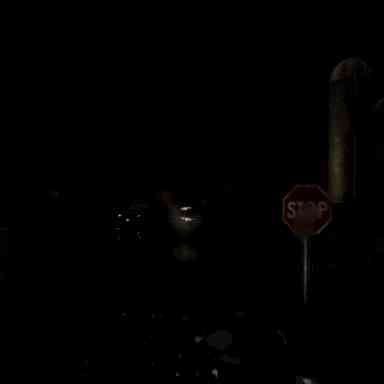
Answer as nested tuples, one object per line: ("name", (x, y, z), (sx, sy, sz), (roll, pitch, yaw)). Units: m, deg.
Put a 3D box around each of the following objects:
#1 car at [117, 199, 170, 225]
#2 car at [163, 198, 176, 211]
("car", (-3.423, 1.464, 23.299), (1.812, 1.442, 4.674), (1, 1, 17))
("car", (-2.765, 1.381, 38.310), (2.033, 1.411, 5.357), (0, 1, 0))
